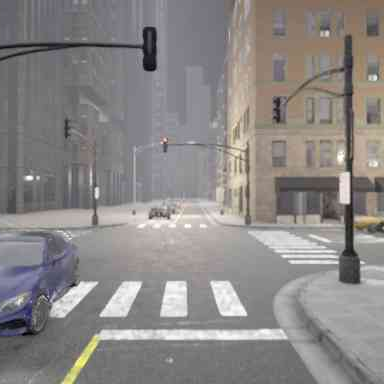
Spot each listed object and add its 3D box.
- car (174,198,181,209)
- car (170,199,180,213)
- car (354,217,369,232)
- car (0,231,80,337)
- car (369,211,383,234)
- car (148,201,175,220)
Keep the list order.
[{"bbox_3d":[-2.978,1.930,54.933,2.097,1.767,4.553,0,-1,0],"label":"car"},{"bbox_3d":[-3.018,1.936,42.040,2.128,1.511,4.902,0,-1,0],"label":"car"},{"bbox_3d":[12.149,1.731,20.525,4.829,1.417,1.752,0,0,-1],"label":"car"},{"bbox_3d":[-3.529,1.597,6.798,1.812,1.442,4.674,1,-1,-8],"label":"car"},{"bbox_3d":[12.248,1.740,17.768,4.181,1.385,1.994,0,-1,0],"label":"car"},{"bbox_3d":[-3.042,1.904,32.186,1.994,1.385,4.181,0,-1,0],"label":"car"}]
